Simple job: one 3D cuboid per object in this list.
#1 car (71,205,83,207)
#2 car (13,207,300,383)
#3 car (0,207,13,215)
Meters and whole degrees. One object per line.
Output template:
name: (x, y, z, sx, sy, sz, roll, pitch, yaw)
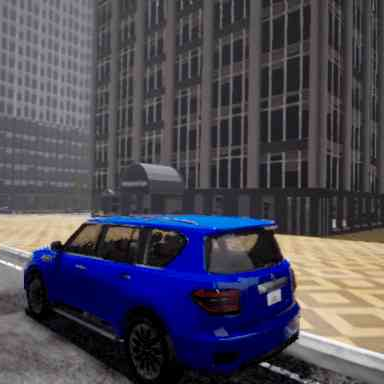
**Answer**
car: (-25.730, 3.633, 72.935, 1.967, 1.590, 4.097, -1, -3, 43)
car: (-0.956, 1.394, 5.848, 5.566, 2.045, 2.150, -1, -2, 44)
car: (-30.999, 3.135, 54.735, 2.008, 1.369, 4.403, -1, -3, 43)
